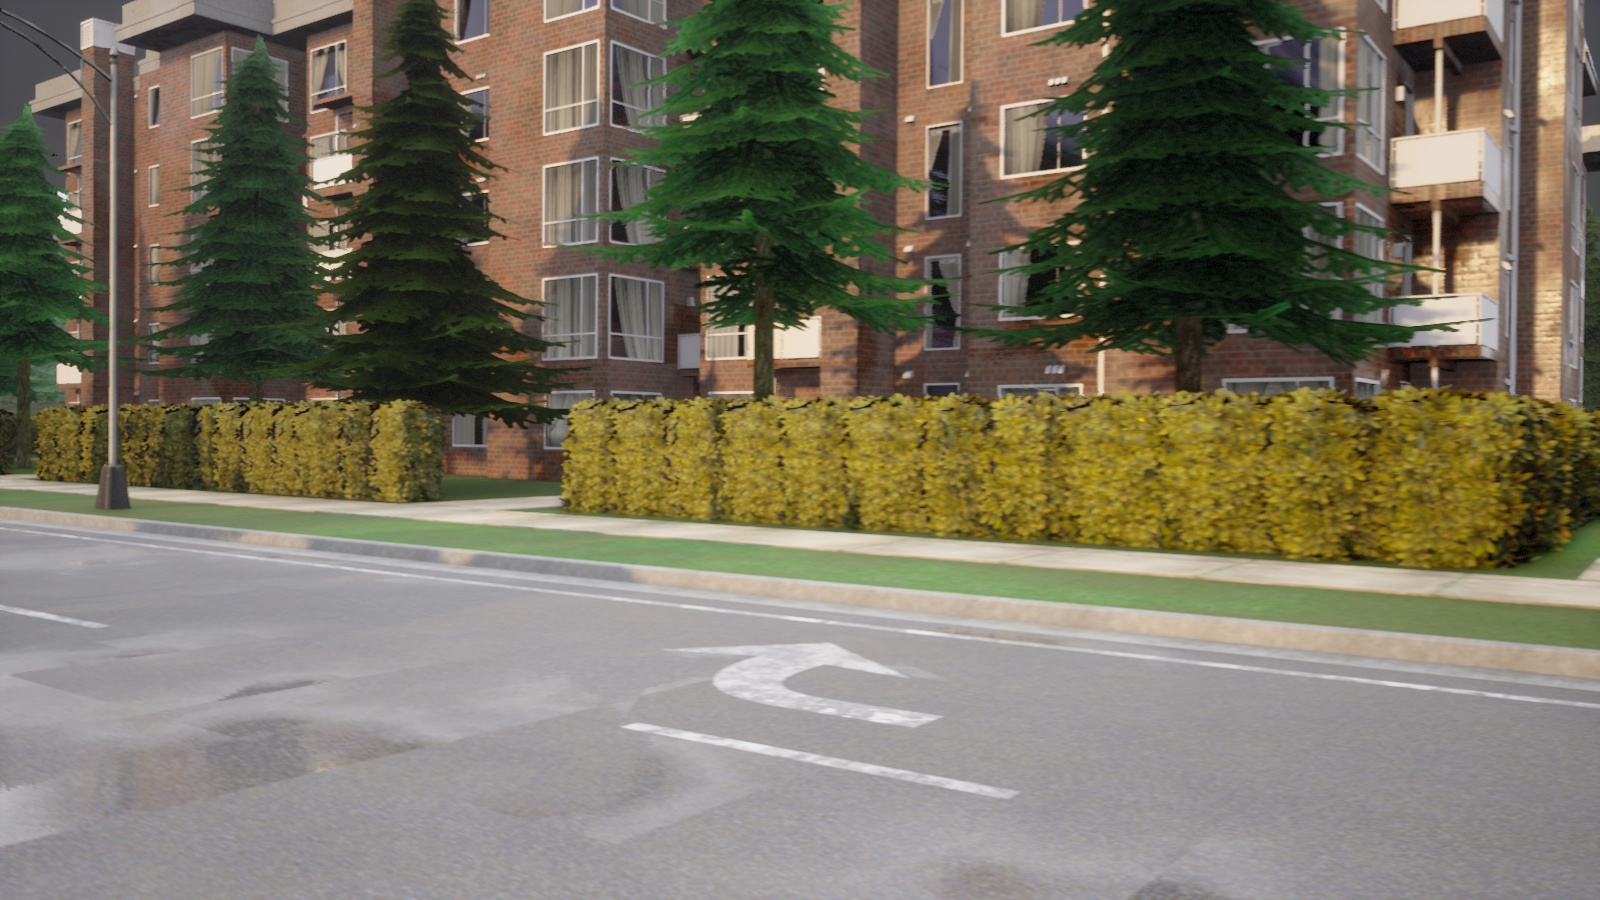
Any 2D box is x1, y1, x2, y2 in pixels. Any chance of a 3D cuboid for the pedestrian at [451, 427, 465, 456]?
[{"bbox_3d":[-22.920,-0.553,84.128,0.423,1.949,0.788,0,1,36],"label":"pedestrian"}]
